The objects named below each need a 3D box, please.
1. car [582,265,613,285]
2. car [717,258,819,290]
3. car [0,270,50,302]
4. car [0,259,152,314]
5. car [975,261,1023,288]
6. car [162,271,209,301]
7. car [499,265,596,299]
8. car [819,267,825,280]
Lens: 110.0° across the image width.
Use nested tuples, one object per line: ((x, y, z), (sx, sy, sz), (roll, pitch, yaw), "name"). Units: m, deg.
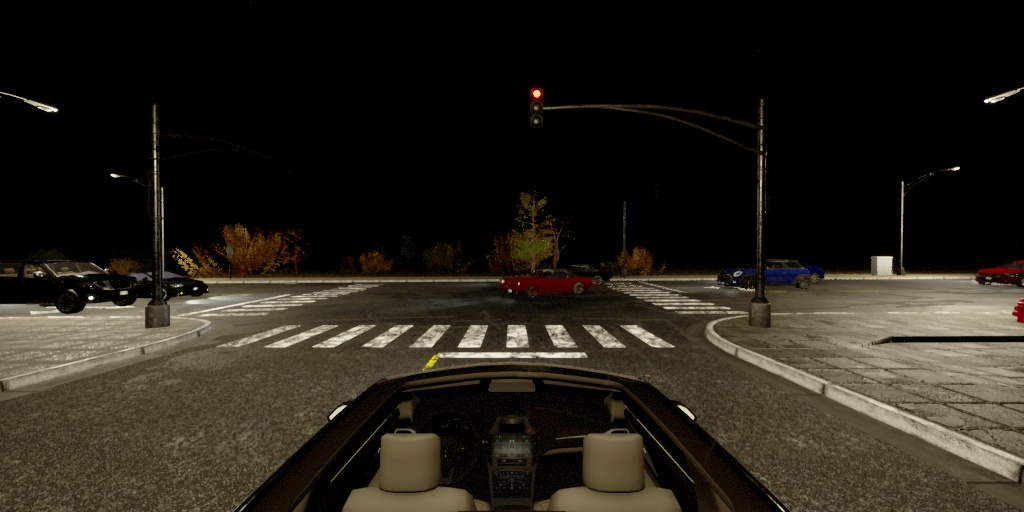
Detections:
((4.182, 1.248, 24.137), (4.718, 1.301, 1.895), (0, 1, 0), "car")
((14.491, 0.976, 20.805), (4.553, 1.767, 2.097), (0, 1, 0), "car")
((-26.762, 1.482, 17.672), (5.357, 1.411, 2.033), (0, 1, 0), "car")
((-18.277, 1.140, 14.352), (5.566, 2.045, 2.150), (0, 1, 0), "car")
((30.023, 1.007, 20.681), (5.008, 1.535, 1.882), (0, 1, 0), "car")
((-17.522, 1.437, 17.602), (4.181, 1.385, 1.994), (0, 1, 0), "car")
((1.732, 1.320, 18.058), (4.718, 1.301, 1.895), (0, 0, -32), "car")
((18.229, 1.085, 24.023), (4.674, 1.442, 1.812), (-1, 1, 0), "car")
